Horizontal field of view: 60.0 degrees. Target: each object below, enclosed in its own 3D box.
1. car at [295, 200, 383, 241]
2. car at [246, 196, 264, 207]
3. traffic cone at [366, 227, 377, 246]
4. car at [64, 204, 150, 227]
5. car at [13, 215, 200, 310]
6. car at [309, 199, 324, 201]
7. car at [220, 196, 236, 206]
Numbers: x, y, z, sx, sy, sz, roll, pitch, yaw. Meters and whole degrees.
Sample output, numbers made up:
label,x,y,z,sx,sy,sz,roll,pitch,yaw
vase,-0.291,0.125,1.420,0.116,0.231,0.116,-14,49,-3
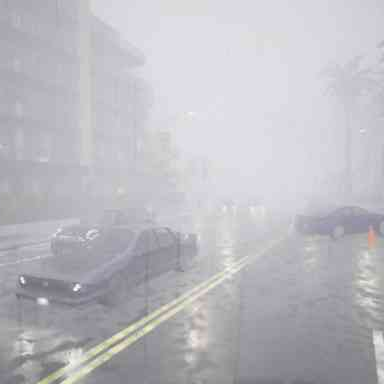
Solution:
label,x,y,z,sx,sy,sz,roll,pitch,yaw
car,7.239,1.320,15.927,5.008,1.535,1.882,-2,1,-26
car,9.037,1.298,47.986,1.837,1.490,4.892,-1,0,-2
traffic cone,7.170,1.811,13.248,0.340,0.580,0.340,-1,0,26
car,-3.202,1.400,13.022,2.097,1.767,4.553,-1,0,25
car,-1.571,1.569,8.425,2.033,1.411,5.357,-1,0,25
car,9.631,1.277,25.477,1.882,1.535,5.008,-1,0,17
car,5.409,1.364,50.744,1.837,1.490,4.892,-1,-1,-4
